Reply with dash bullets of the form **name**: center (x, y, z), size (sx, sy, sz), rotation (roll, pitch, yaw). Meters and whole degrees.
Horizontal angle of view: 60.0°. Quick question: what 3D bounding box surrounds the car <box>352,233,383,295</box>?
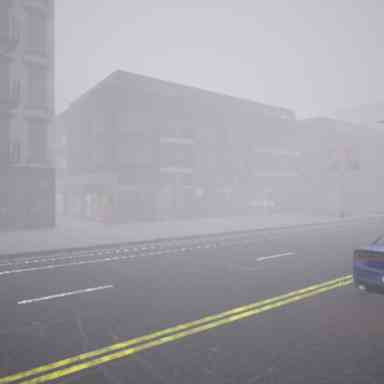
- **car**: center (5.686, 1.487, 7.720), size (5.008, 1.535, 1.882), rotation (0, 0, -37)
